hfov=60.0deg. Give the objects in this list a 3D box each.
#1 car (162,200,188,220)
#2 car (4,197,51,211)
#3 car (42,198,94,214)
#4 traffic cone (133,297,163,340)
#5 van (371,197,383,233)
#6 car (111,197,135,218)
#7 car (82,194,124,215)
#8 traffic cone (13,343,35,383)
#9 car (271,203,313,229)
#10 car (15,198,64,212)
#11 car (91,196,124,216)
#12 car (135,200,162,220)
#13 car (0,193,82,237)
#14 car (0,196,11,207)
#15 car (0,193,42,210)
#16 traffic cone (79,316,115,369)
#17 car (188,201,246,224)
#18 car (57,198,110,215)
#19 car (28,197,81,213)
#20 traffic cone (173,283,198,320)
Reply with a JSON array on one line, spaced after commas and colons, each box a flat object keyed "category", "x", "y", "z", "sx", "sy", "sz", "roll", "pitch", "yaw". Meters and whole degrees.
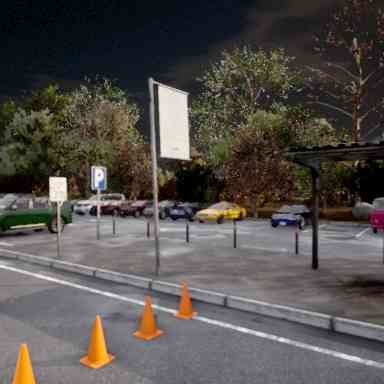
[{"category": "car", "x": 0.116, "y": 1.507, "z": 26.992, "sx": 2.163, "sy": 1.488, "sz": 4.792, "roll": 0, "pitch": 0, "yaw": 35}, {"category": "car", "x": -20.339, "y": 1.458, "z": 41.343, "sx": 2.163, "sy": 1.488, "sz": 4.792, "roll": 0, "pitch": 0, "yaw": 35}, {"category": "car", "x": -13.538, "y": 1.460, "z": 36.529, "sx": 2.097, "sy": 1.535, "sz": 5.008, "roll": 0, "pitch": 0, "yaw": 35}, {"category": "traffic cone", "x": -0.692, "y": 1.957, "z": 5.270, "sx": 0.340, "sy": 0.580, "sz": 0.340, "roll": 0, "pitch": 0, "yaw": 35}, {"category": "van", "x": 11.526, "y": 1.264, "z": 19.092, "sx": 1.878, "sy": 1.987, "sz": 4.442, "roll": 0, "pitch": 0, "yaw": 35}, {"category": "car", "x": -4.442, "y": 1.472, "z": 30.160, "sx": 2.097, "sy": 1.535, "sz": 5.008, "roll": 0, "pitch": 0, "yaw": 35}, {"category": "car", "x": -9.006, "y": 1.216, "z": 33.321, "sx": 2.435, "sy": 2.045, "sz": 5.566, "roll": 0, "pitch": 0, "yaw": 35}, {"category": "traffic cone", "x": -1.841, "y": 1.957, "z": 3.636, "sx": 0.340, "sy": 0.580, "sz": 0.340, "roll": 0, "pitch": 0, "yaw": 35}, {"category": "car", "x": 6.899, "y": 1.514, "z": 22.161, "sx": 2.163, "sy": 1.488, "sz": 4.792, "roll": 0, "pitch": 0, "yaw": 35}, {"category": "car", "x": -18.095, "y": 1.475, "z": 39.697, "sx": 2.163, "sy": 1.488, "sz": 4.792, "roll": 0, "pitch": 0, "yaw": 35}, {"category": "car", "x": -6.715, "y": 1.470, "z": 31.754, "sx": 2.097, "sy": 1.535, "sz": 5.008, "roll": 0, "pitch": 0, "yaw": 35}, {"category": "car", "x": -2.169, "y": 1.476, "z": 28.567, "sx": 2.231, "sy": 1.521, "sz": 4.892, "roll": 0, "pitch": 0, "yaw": 35}, {"category": "car", "x": -8.989, "y": 1.224, "z": 17.332, "sx": 2.435, "sy": 2.045, "sz": 5.566, "roll": 0, "pitch": 0, "yaw": 35}, {"category": "car", "x": -29.338, "y": 1.341, "z": 47.848, "sx": 1.946, "sy": 1.575, "sz": 5.366, "roll": 1, "pitch": 0, "yaw": 35}, {"category": "car", "x": -22.642, "y": 1.160, "z": 42.889, "sx": 2.435, "sy": 2.045, "sz": 5.566, "roll": 0, "pitch": 0, "yaw": 35}, {"category": "traffic cone", "x": -1.267, "y": 1.957, "z": 4.453, "sx": 0.340, "sy": 0.580, "sz": 0.340, "roll": 0, "pitch": 0, "yaw": 35}, {"category": "car", "x": 2.264, "y": 1.477, "z": 25.222, "sx": 1.946, "sy": 1.575, "sz": 5.366, "roll": 0, "pitch": 0, "yaw": 35}, {"category": "car", "x": -11.264, "y": 1.466, "z": 34.933, "sx": 2.231, "sy": 1.521, "sz": 4.892, "roll": 0, "pitch": 0, "yaw": 35}, {"category": "car", "x": -15.702, "y": 1.450, "z": 38.280, "sx": 1.946, "sy": 1.575, "sz": 5.366, "roll": 0, "pitch": 0, "yaw": 35}, {"category": "traffic cone", "x": -0.118, "y": 1.957, "z": 6.086, "sx": 0.340, "sy": 0.580, "sz": 0.340, "roll": 0, "pitch": 0, "yaw": 35}]
